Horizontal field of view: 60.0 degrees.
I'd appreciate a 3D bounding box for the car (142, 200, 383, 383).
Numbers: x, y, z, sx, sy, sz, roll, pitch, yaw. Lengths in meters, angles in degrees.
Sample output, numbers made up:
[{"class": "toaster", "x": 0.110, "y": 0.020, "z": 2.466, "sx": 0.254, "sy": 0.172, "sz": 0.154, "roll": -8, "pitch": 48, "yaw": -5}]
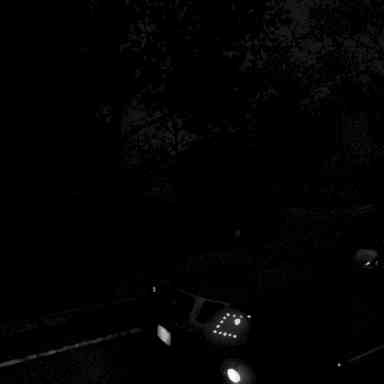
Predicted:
[{"class": "car", "x": 2.060, "y": 1.187, "z": 5.061, "sx": 5.566, "sy": 2.045, "sz": 2.150, "roll": 0, "pitch": 0, "yaw": -31}]
